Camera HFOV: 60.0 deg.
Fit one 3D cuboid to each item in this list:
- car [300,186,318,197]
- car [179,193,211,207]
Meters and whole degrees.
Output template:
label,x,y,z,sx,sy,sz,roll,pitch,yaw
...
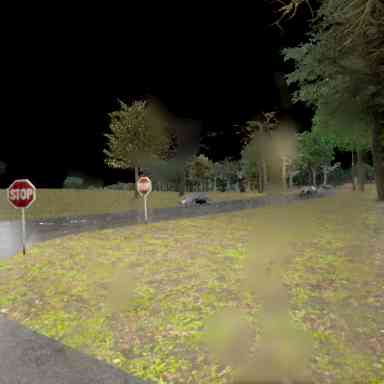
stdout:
label,x,y,z,sx,sy,sz,roll,pitch,yaw
car,19.184,-0.230,54.634,2.097,1.767,4.553,-3,1,31
car,0.407,0.916,39.116,2.128,1.511,4.902,-3,0,35
